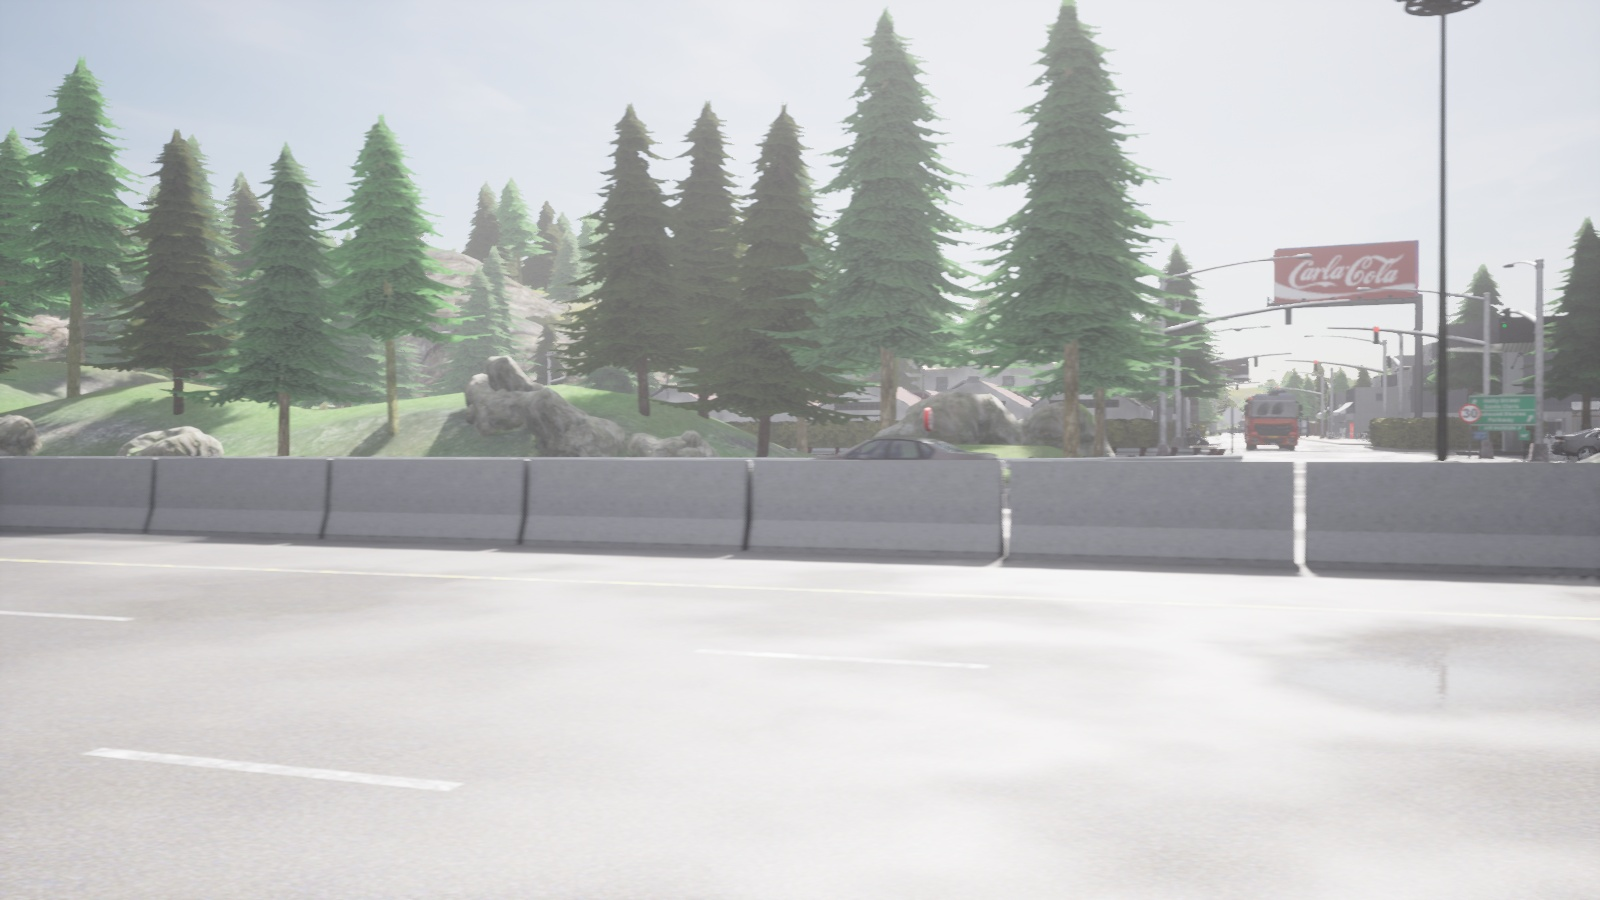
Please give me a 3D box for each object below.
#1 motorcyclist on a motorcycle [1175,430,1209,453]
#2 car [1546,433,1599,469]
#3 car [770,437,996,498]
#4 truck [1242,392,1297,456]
[{"bbox_3d":[29.323,-0.651,93.896,2.350,1.649,0.766,-1,2,25],"label":"motorcyclist on a motorcycle"},{"bbox_3d":[34.454,0.039,52.888,4.902,1.511,2.128,0,1,19],"label":"car"},{"bbox_3d":[2.084,0.385,31.867,5.357,1.411,2.033,1,1,27],"label":"car"},{"bbox_3d":[29.932,-1.684,80.300,2.891,3.827,8.468,1,2,18],"label":"truck"}]
